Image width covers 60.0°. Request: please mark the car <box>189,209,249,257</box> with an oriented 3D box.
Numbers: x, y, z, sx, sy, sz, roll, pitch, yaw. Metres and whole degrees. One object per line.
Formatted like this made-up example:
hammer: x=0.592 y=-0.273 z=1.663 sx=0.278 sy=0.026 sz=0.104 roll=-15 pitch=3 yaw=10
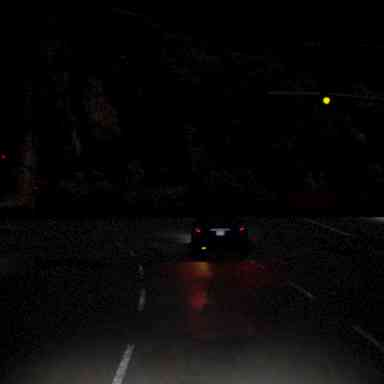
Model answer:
car: x=0.982 y=1.484 z=13.765 sx=2.097 sy=1.767 sz=4.553 roll=-1 pitch=-1 yaw=0
